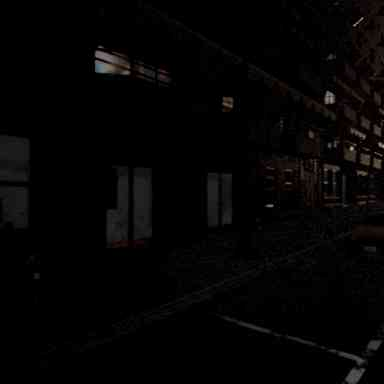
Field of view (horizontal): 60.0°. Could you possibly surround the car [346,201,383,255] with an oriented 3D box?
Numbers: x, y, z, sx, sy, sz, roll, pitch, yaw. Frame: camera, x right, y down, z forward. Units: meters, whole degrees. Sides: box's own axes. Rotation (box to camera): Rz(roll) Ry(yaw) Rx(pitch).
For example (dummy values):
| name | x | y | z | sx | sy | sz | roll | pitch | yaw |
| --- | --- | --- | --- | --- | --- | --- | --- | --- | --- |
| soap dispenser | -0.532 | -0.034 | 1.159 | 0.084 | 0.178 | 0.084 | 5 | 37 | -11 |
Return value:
| name | x | y | z | sx | sy | sz | roll | pitch | yaw |
| --- | --- | --- | --- | --- | --- | --- | --- | --- | --- |
| car | 6.578 | 1.240 | 11.171 | 1.752 | 1.417 | 4.829 | 2 | 3 | 40 |
